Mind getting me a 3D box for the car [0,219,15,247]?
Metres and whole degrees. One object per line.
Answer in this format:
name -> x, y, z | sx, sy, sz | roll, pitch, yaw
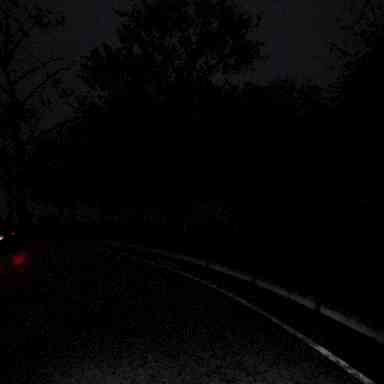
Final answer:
car -> -9.321, 1.596, 13.699 | 4.674, 1.442, 1.812 | -1, 0, 26
